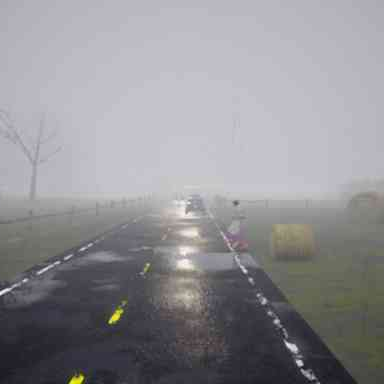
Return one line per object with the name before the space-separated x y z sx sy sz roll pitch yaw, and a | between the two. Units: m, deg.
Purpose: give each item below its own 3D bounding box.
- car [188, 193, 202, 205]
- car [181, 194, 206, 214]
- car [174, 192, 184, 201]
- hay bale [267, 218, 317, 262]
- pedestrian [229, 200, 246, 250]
car | 0.445 0.962 47.479 1.882 1.535 5.008 0 0 1
car | 0.316 1.216 29.982 2.033 1.411 5.357 0 1 1
car | -2.318 0.833 61.605 2.128 1.511 4.902 0 1 1
hay bale | 3.223 1.532 10.848 1.220 1.180 1.240 1 2 0
pedestrian | 1.652 1.157 12.060 0.375 1.860 0.375 -1 2 4
